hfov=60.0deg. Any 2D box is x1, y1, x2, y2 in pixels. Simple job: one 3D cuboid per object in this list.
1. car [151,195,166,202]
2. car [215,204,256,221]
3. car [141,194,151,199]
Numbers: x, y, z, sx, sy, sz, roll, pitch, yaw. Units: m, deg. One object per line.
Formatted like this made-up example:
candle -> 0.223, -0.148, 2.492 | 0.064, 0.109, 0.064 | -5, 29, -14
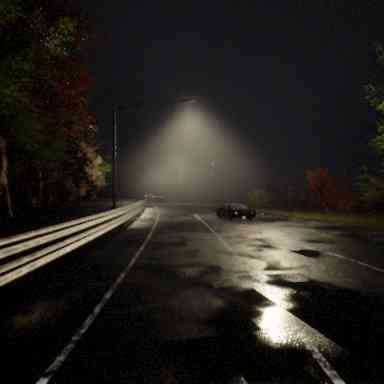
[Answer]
car -> -6.745, 1.394, 70.068 | 2.033, 1.411, 5.357 | 0, 0, -13
car -> 3.381, 1.594, 26.933 | 1.895, 1.301, 4.718 | 0, 0, -13
car -> -12.489, 1.215, 94.562 | 1.882, 1.535, 5.008 | 0, 0, -13
